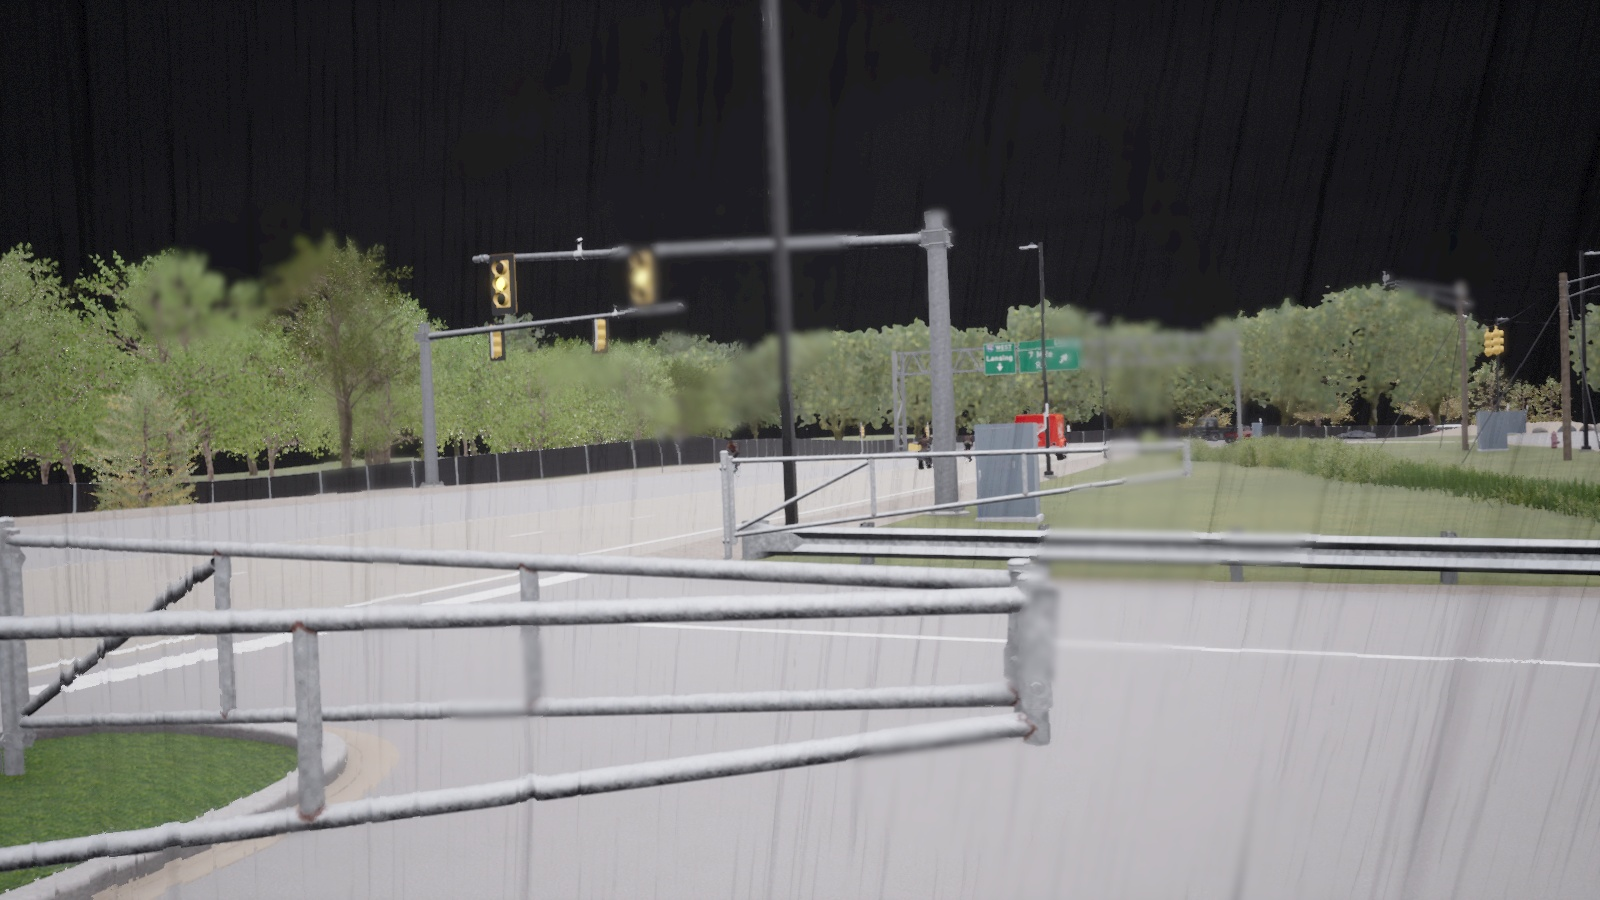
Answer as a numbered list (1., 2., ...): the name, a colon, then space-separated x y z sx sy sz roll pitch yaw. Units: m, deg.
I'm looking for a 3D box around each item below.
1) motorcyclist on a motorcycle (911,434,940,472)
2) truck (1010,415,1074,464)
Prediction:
1. motorcyclist on a motorcycle: 5.656 0.105 56.406 0.766 1.649 2.350 -1 0 18
2. truck: 13.081 -0.583 67.638 2.627 2.467 5.204 -1 0 18
